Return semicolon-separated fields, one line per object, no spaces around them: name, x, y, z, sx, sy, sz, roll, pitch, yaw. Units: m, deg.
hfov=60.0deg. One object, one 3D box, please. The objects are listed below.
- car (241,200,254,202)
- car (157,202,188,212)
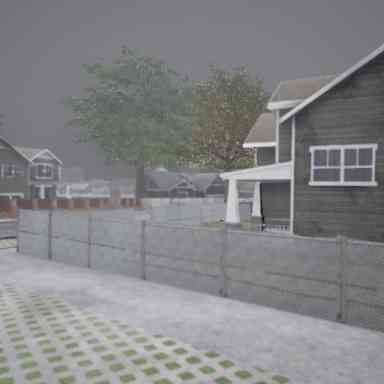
car;8.810;1.967;52.666;1.882;1.535;5.008;1;0;43
car;-2.100;1.818;38.832;1.895;1.301;4.718;1;0;34
